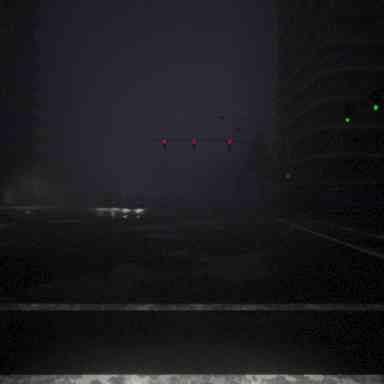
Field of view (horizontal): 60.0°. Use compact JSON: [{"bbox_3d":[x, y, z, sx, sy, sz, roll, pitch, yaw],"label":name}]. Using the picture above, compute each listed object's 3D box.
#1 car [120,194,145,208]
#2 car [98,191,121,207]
[{"bbox_3d":[-7.067,1.156,41.073,1.882,1.535,5.008,0,1,0],"label":"car"},{"bbox_3d":[-10.554,0.879,43.484,2.150,2.045,5.566,0,1,0],"label":"car"}]
